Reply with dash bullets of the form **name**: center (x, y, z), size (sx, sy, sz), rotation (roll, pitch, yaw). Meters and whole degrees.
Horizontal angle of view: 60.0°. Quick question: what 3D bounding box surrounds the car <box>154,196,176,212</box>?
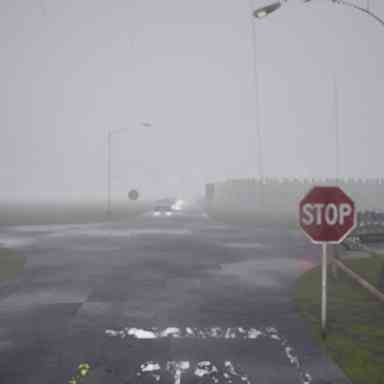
- **car**: center (-3.185, 1.437, 37.486), size (2.033, 1.411, 5.357), rotation (0, 0, -1)

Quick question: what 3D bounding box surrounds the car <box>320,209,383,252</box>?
- **car**: center (7.155, 1.486, 13.712), size (4.892, 1.490, 1.837), rotation (0, -2, -16)

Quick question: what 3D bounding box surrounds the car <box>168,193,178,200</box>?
- **car**: center (-3.862, 0.935, 68.538), size (2.033, 1.411, 5.357), rotation (0, 0, -2)

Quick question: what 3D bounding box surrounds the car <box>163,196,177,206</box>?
- **car**: center (-3.502, 1.383, 53.303), size (2.033, 1.411, 5.357), rotation (0, 0, -1)
